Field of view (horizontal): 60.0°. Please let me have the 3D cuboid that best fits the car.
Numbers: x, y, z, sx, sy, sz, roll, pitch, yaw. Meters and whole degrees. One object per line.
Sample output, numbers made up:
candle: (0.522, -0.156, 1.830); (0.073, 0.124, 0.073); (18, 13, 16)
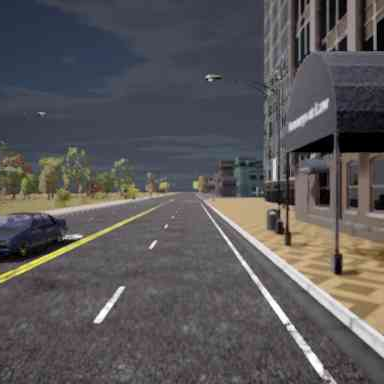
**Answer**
car: (-6.557, 1.510, 12.948); (2.033, 1.411, 5.357); (0, 0, 0)
